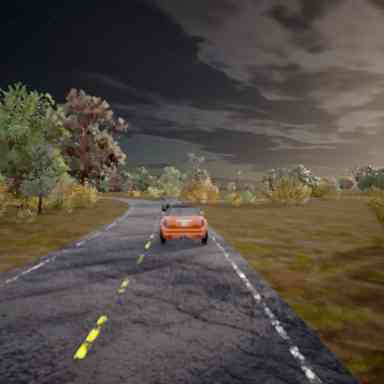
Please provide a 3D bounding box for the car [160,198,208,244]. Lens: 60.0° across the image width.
[{"bbox_3d":[-0.441,1.361,16.140,2.097,1.767,4.553,0,0,-3],"label":"car"}]
